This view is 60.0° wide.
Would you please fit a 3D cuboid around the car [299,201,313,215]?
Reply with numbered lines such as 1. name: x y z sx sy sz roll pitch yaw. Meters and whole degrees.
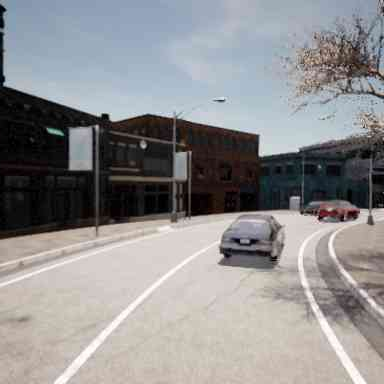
1. car: 12.696 1.570 33.225 5.008 1.535 1.882 1 0 -39

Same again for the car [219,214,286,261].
1. car: 2.427 1.557 12.517 2.033 1.411 5.357 1 0 19

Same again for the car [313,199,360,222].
1. car: 12.456 1.484 28.021 2.097 1.767 4.553 2 1 44
